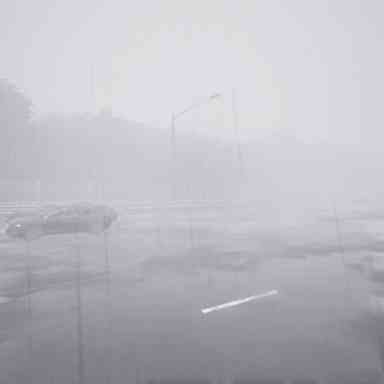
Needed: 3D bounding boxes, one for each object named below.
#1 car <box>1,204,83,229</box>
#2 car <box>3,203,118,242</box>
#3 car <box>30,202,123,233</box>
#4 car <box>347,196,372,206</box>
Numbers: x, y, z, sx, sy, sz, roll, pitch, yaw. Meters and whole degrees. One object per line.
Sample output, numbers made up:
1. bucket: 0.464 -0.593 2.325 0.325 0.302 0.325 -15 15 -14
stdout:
1. car: -9.997 1.550 22.379 4.718 1.301 1.895 -1 1 -37
2. car: -6.372 1.459 16.319 4.902 1.511 2.128 0 0 -37
3. car: -6.941 1.447 20.268 4.902 1.511 2.128 0 0 -37
4. car: 24.187 1.261 48.057 4.181 1.385 1.994 0 -1 -37
